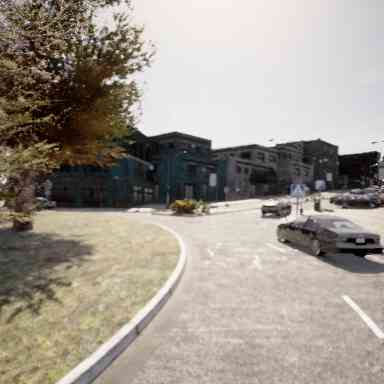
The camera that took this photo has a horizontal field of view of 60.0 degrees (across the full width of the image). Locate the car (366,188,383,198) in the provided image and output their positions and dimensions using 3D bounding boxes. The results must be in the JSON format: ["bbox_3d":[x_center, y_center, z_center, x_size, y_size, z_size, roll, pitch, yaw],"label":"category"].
[{"bbox_3d":[33.147,0.093,59.648,1.882,1.535,5.008,-1,2,45],"label":"car"}]

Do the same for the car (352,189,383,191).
[{"bbox_3d":[23.108,0.823,42.548,5.366,1.575,1.946,-1,2,25],"label":"car"}]

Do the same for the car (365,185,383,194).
[{"bbox_3d":[37.857,-0.565,69.075,2.097,1.767,4.553,-1,2,45],"label":"car"}]

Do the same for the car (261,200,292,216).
[{"bbox_3d":[8.570,1.554,33.481,2.128,1.511,4.902,0,2,35],"label":"car"}]

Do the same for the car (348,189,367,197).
[{"bbox_3d":[30.833,0.167,61.929,1.812,1.442,4.674,-1,2,45],"label":"car"}]

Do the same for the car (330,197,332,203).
[{"bbox_3d":[21.369,0.859,47.542,1.994,1.385,4.181,-1,2,45],"label":"car"}]

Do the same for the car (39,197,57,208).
[{"bbox_3d":[-16.616,1.173,34.334,5.357,1.411,2.033,1,-3,16],"label":"car"}]

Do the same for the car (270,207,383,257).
[{"bbox_3d":[5.115,1.605,13.204,2.033,1.411,5.357,2,0,-7],"label":"car"}]

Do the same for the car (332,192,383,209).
[{"bbox_3d":[19.005,1.070,38.141,4.892,1.521,2.231,-1,2,25],"label":"car"}]

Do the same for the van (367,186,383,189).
[{"bbox_3d":[25.513,0.476,44.589,4.442,1.987,1.878,-1,2,25],"label":"van"}]
